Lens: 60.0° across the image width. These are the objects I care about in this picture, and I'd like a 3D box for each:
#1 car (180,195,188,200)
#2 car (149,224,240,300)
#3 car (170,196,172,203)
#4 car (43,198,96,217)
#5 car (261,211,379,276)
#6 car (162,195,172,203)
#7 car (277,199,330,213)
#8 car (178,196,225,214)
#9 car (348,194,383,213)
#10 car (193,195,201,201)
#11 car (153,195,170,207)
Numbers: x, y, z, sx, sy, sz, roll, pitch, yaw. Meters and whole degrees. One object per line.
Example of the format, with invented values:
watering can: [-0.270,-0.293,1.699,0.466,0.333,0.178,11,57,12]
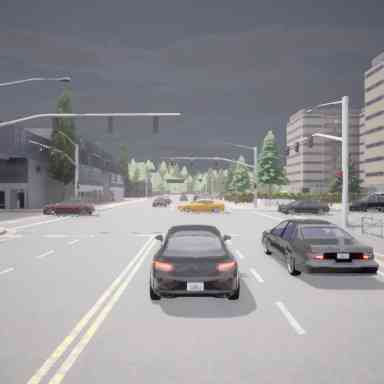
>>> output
car: [-2.183,1.467,88.802,1.994,1.385,4.181,0,0,-1]
car: [0.037,1.526,8.247,1.812,1.442,4.674,0,0,-1]
car: [-5.018,1.564,60.269,1.994,1.385,4.181,0,0,-2]
car: [-11.439,1.352,31.088,4.553,1.767,2.097,0,0,-2]
car: [3.534,1.547,10.304,2.033,1.411,5.357,0,0,0]
car: [-5.217,1.478,70.600,1.882,1.535,5.008,0,0,-1]
car: [10.806,1.505,32.363,4.892,1.490,1.837,0,0,-2]
car: [1.030,1.477,35.327,5.008,1.535,1.882,0,0,-4]
car: [19.660,1.221,36.125,5.566,2.045,2.150,0,0,-2]
car: [1.316,1.500,88.874,1.837,1.490,4.892,0,0,-1]
car: [-4.780,1.564,50.292,1.994,1.385,4.181,0,0,-2]
